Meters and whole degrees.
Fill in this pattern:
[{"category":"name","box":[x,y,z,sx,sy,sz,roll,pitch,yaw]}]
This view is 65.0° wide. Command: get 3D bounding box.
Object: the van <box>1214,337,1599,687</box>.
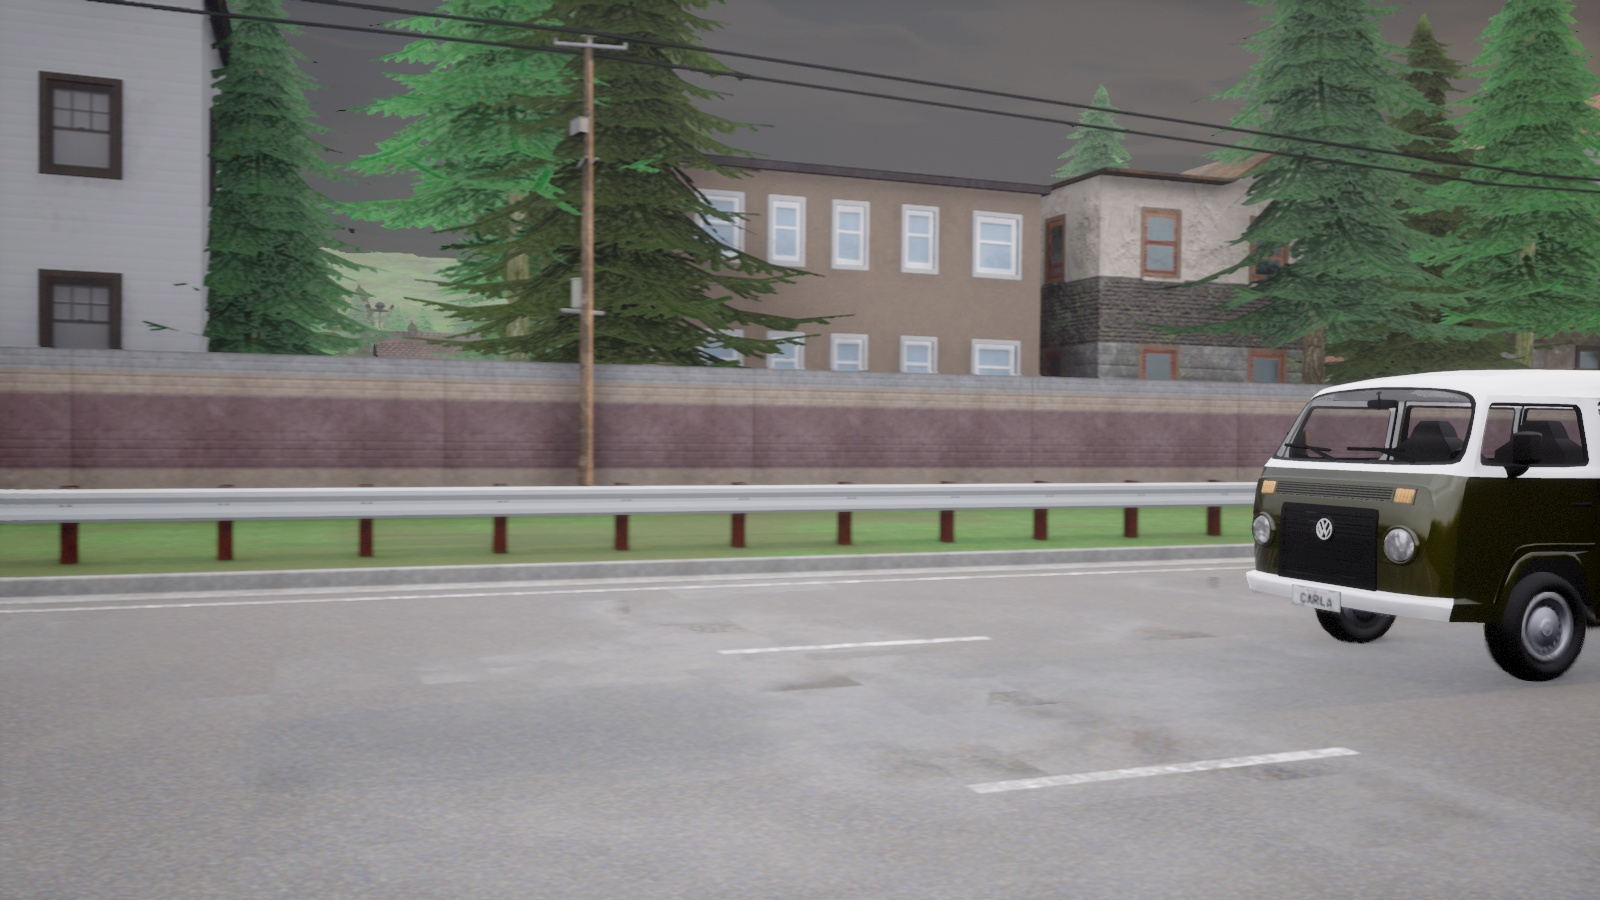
[{"category":"van","box":[5.512,0.314,9.072,4.480,2.038,2.069,-1,1,-21]}]
